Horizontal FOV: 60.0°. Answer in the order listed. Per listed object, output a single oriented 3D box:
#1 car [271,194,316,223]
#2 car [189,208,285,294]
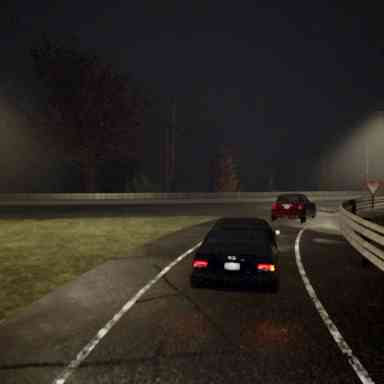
[{"bbox_3d":[6.723,0.900,21.725,2.097,1.767,4.553,1,1,30],"label":"car"},{"bbox_3d":[1.278,1.367,8.597,2.033,1.411,5.357,0,1,12],"label":"car"}]
